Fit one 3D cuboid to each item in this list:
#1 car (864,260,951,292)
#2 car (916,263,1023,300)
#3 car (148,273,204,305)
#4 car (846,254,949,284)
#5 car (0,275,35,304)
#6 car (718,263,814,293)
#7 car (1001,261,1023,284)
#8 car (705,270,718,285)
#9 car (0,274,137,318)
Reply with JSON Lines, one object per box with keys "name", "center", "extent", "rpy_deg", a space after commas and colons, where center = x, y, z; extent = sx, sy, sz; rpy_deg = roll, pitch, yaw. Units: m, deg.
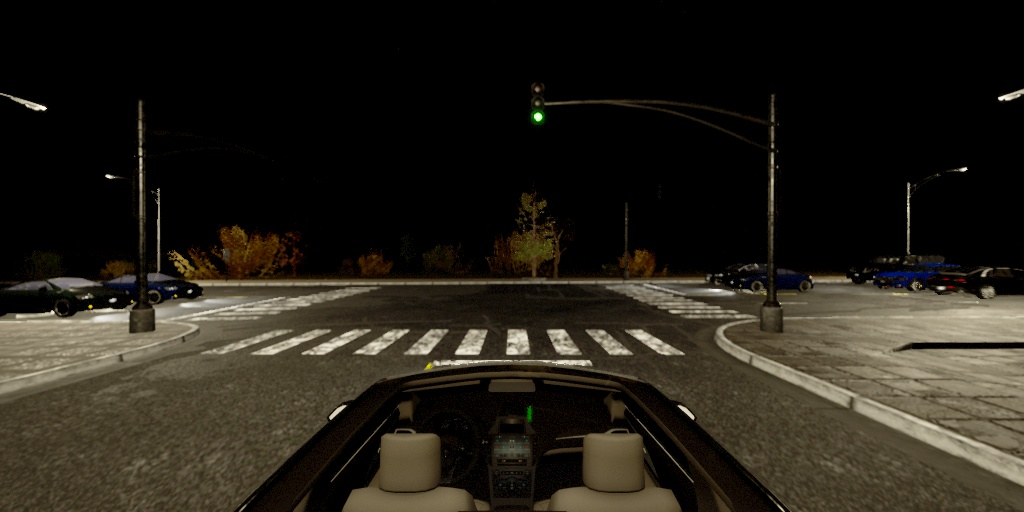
{"name": "car", "center": [23.488, 1.164, 20.297], "extent": [5.008, 1.535, 1.882], "rpy_deg": [0, 0, 0]}
{"name": "car", "center": [22.610, 1.220, 16.856], "extent": [4.892, 1.490, 1.837], "rpy_deg": [-1, 0, 0]}
{"name": "car", "center": [-17.449, 1.534, 17.200], "extent": [4.181, 1.385, 1.994], "rpy_deg": [0, 0, 0]}
{"name": "car", "center": [25.420, 0.876, 23.530], "extent": [5.566, 2.045, 2.150], "rpy_deg": [0, 0, 1]}
{"name": "car", "center": [-26.632, 1.632, 17.287], "extent": [4.718, 1.301, 1.895], "rpy_deg": [0, 0, 1]}
{"name": "car", "center": [14.510, 1.305, 20.377], "extent": [4.181, 1.385, 1.994], "rpy_deg": [0, 0, 0]}
{"name": "car", "center": [35.901, 1.084, 23.428], "extent": [4.902, 1.511, 2.128], "rpy_deg": [0, 0, 1]}
{"name": "car", "center": [15.394, 1.207, 23.620], "extent": [4.902, 1.511, 2.128], "rpy_deg": [0, 0, 1]}
{"name": "car", "center": [-17.508, 1.554, 13.956], "extent": [4.181, 1.385, 1.994], "rpy_deg": [0, 0, 1]}
